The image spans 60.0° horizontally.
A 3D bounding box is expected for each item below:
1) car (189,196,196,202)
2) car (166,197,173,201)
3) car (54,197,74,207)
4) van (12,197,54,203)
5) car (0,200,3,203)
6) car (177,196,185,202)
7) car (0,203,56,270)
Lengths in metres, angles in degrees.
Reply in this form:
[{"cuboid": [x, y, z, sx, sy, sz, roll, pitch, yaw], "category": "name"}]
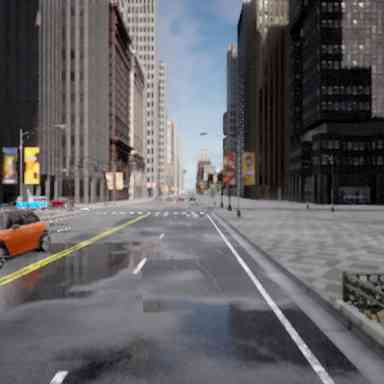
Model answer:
[{"cuboid": [0.110, 1.968, 90.764, 1.837, 1.490, 4.892, 0, 0, 0], "category": "car"}, {"cuboid": [-6.383, 2.025, 95.388, 1.994, 1.385, 4.181, 0, 0, 0], "category": "car"}, {"cuboid": [-20.591, 1.562, 51.772, 4.097, 1.590, 1.967, 1, 0, 0], "category": "car"}, {"cuboid": [-20.627, 1.477, 43.247, 3.998, 1.788, 1.690, 1, 0, 0], "category": "van"}, {"cuboid": [-31.841, 1.571, 51.822, 4.403, 1.369, 2.008, 1, 0, 0], "category": "car"}, {"cuboid": [-3.140, 1.992, 91.152, 1.812, 1.442, 4.674, 0, 0, 0], "category": "car"}, {"cuboid": [-6.587, 1.412, 11.050, 2.097, 1.767, 4.553, 0, 0, 0], "category": "car"}]
